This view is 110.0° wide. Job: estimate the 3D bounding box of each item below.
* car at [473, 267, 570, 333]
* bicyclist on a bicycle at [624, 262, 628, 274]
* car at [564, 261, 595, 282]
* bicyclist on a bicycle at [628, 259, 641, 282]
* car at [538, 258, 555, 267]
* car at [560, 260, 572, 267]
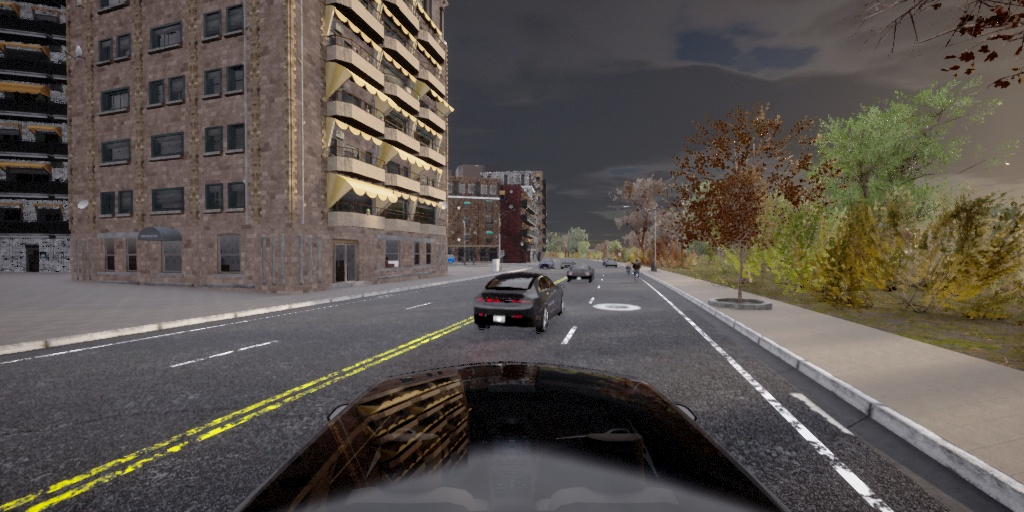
[{"bbox_3d":[0.405,1.253,10.895,1.837,1.490,4.892,0,0,17],"label":"car"},{"bbox_3d":[11.748,1.174,36.191,0.866,1.612,1.509,0,0,15],"label":"bicyclist on a bicycle"},{"bbox_3d":[5.568,1.344,28.666,1.895,1.301,4.718,0,0,15],"label":"car"},{"bbox_3d":[9.041,1.113,26.062,0.659,1.776,1.843,0,0,16],"label":"bicyclist on a bicycle"},{"bbox_3d":[5.224,1.087,53.869,2.097,1.767,4.553,0,0,13],"label":"car"},{"bbox_3d":[8.178,1.298,52.314,1.994,1.385,4.181,0,0,14],"label":"car"}]
